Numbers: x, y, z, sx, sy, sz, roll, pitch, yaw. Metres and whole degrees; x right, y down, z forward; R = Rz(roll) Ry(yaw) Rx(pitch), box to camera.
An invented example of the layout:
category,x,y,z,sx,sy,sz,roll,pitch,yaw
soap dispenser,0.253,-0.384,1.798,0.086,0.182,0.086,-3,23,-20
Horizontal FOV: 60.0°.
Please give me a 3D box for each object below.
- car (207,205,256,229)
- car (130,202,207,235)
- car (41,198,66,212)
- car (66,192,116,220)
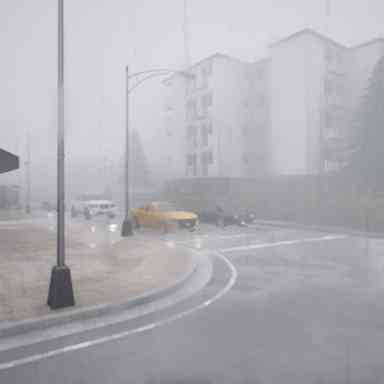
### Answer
category,x,y,z,sx,sy,sz,roll,pitch,yaw
car,1.490,1.421,20.202,1.895,1.301,4.718,0,0,-37
car,-1.617,1.299,17.941,1.882,1.535,5.008,0,0,-35
car,-15.015,1.347,36.120,1.812,1.442,4.674,0,0,-36
car,-8.015,1.043,26.655,2.150,2.045,5.566,0,0,-36
